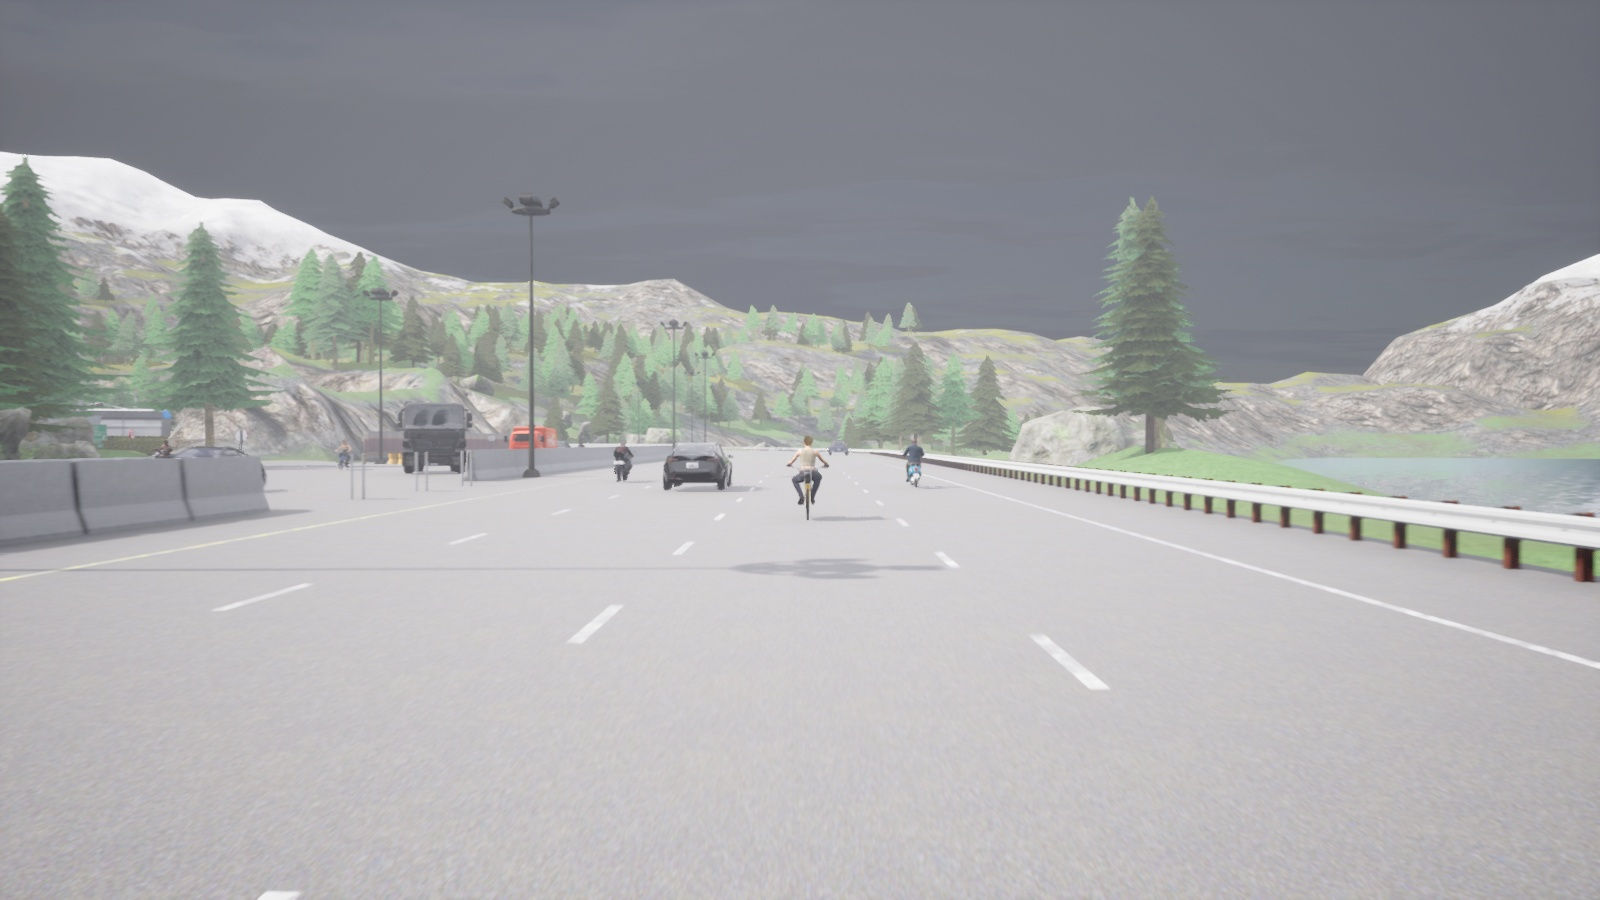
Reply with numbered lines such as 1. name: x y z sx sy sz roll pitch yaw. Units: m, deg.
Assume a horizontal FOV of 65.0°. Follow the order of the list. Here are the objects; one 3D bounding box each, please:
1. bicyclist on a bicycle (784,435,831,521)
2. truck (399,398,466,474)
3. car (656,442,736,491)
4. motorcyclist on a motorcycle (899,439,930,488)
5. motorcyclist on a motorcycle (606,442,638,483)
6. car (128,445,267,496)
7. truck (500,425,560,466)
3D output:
1. bicyclist on a bicycle: 0.145 0.525 24.255 0.866 1.612 1.509 0 0 1
2. truck: -17.779 -0.651 61.141 2.891 3.462 7.936 0 0 -15
3. car: -3.264 0.480 40.390 2.163 1.488 4.792 0 0 0
4. motorcyclist on a motorcycle: 3.741 0.434 41.304 0.866 1.590 1.817 0 0 0
5. motorcyclist on a motorcycle: -6.726 0.465 47.528 0.866 1.530 2.191 0 0 0
6. car: -17.286 0.557 36.265 1.994 1.385 4.181 0 0 0
7. truck: -17.052 -0.267 79.520 2.627 2.467 5.204 0 0 0
